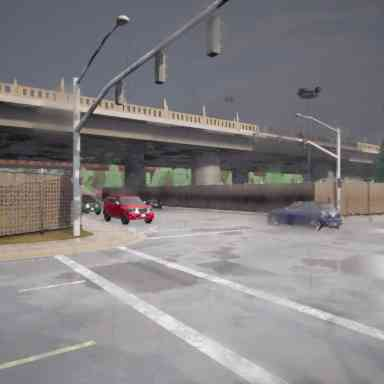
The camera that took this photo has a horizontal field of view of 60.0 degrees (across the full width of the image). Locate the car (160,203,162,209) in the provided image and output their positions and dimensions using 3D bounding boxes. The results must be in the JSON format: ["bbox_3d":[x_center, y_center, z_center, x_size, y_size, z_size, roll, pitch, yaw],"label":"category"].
[{"bbox_3d":[-5.840,1.619,44.959,1.994,1.385,4.181,0,0,-36],"label":"car"}]

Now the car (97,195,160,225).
[{"bbox_3d":[-4.981,1.278,25.374,2.150,2.045,5.566,0,0,-36],"label":"car"}]

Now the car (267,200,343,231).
[{"bbox_3d":[6.972,1.376,21.043,2.097,1.767,4.553,0,0,-36],"label":"car"}]

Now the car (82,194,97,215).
[{"bbox_3d":[-11.105,1.277,33.930,2.150,2.045,5.566,0,0,-36],"label":"car"}]
